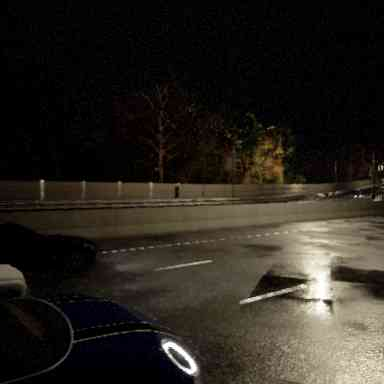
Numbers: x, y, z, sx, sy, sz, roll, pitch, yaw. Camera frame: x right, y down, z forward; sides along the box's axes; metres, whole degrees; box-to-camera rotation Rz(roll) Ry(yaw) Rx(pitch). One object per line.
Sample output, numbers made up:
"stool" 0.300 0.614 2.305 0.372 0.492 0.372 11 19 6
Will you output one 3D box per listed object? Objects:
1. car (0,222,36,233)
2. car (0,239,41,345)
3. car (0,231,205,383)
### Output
"car" -4.918 1.523 8.840 4.674 1.442 1.812 0 0 -36
"car" -4.830 1.603 4.599 4.718 1.301 1.895 0 0 -36
"car" -2.075 1.353 2.266 4.553 1.767 2.097 0 0 -36
